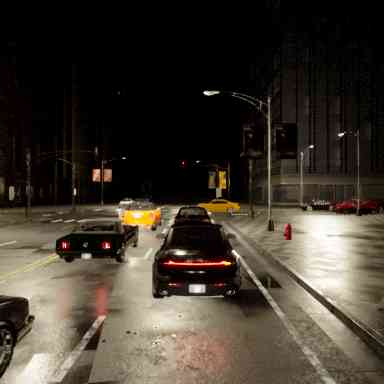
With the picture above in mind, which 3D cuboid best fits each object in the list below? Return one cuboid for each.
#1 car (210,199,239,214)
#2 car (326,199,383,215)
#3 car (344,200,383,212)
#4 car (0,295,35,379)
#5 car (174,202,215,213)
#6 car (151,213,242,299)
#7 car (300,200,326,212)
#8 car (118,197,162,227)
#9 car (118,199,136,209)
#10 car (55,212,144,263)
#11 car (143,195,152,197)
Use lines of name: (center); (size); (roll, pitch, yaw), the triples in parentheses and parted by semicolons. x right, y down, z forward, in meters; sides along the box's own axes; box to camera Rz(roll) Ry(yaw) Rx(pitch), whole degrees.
car: (2.682, 1.586, 36.912); (5.008, 1.535, 1.882); (0, -1, -1)
car: (15.361, 1.577, 31.336); (4.206, 1.307, 1.802); (0, 0, -1)
car: (20.884, 1.644, 39.940); (4.313, 1.339, 1.947); (0, 0, -1)
car: (-3.154, 1.548, 2.284); (2.033, 1.411, 5.357); (0, 0, 0)
car: (0.026, 1.510, 17.954); (1.882, 1.535, 5.008); (0, 0, 0)
car: (0.110, 1.512, 8.462); (1.837, 1.490, 4.892); (0, 0, 0)
car: (15.244, 1.663, 39.860); (4.313, 1.339, 1.947); (0, 0, -1)
car: (-3.118, 1.396, 21.065); (2.097, 1.767, 4.553); (0, 0, 0)
car: (-9.769, 1.746, 50.475); (1.812, 1.442, 4.674); (0, 0, 0)
car: (-3.131, 1.615, 12.071); (1.895, 1.301, 4.718); (0, 0, 0)
car: (-9.645, 1.603, 71.837); (2.150, 2.045, 5.566); (0, 0, 0)
